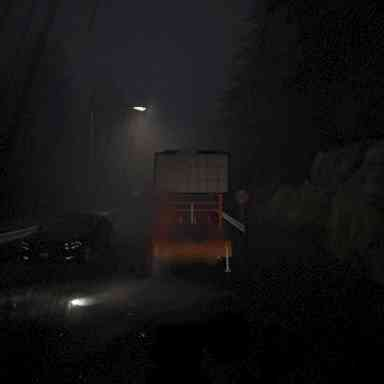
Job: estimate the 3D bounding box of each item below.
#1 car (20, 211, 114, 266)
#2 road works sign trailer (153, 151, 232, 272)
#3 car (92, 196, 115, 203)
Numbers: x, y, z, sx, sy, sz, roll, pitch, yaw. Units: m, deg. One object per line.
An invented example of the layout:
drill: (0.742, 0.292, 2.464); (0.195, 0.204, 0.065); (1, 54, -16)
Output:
car: (-4.113, 1.477, 11.744); (1.882, 1.535, 5.008); (0, 0, 0)
road works sign trailer: (0.003, 0.464, 10.807); (2.380, 3.560, 2.880); (0, 0, 0)
car: (-17.748, 1.492, 65.841); (4.902, 1.511, 2.128); (0, 0, 0)
